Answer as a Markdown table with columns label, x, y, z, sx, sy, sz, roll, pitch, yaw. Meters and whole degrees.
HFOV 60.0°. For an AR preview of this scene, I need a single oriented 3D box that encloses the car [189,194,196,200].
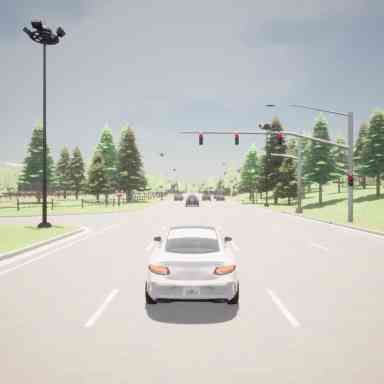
| label | x | y | z | sx | sy | sz | roll | pitch | yaw |
| --- | --- | --- | --- | --- | --- | --- | --- | --- | --- |
| car | 0.099 | 1.332 | 92.923 | 1.837 | 1.490 | 4.892 | 0 | 0 | 0 |

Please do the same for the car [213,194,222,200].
| label | x | y | z | sx | sy | sz | roll | pitch | yaw |
| --- | --- | --- | --- | --- | --- | --- | --- | --- | --- |
| car | 7.099 | 1.385 | 92.916 | 1.994 | 1.385 | 4.181 | 0 | 0 | 0 |

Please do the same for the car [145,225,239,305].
| label | x | y | z | sx | sy | sz | roll | pitch | yaw |
| --- | --- | --- | --- | --- | --- | --- | --- | --- | --- |
| car | 0.015 | 1.526 | 7.987 | 1.812 | 1.442 | 4.674 | 0 | 0 | 0 |

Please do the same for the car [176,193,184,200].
| label | x | y | z | sx | sy | sz | roll | pitch | yaw |
| --- | --- | --- | --- | --- | --- | --- | --- | --- | --- |
| car | -3.401 | 1.188 | 92.897 | 2.097 | 1.767 | 4.553 | 0 | 0 | 0 |

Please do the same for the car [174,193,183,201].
| label | x | y | z | sx | sy | sz | roll | pitch | yaw |
| --- | --- | --- | --- | --- | --- | --- | --- | --- | --- |
| car | -3.412 | 1.544 | 82.890 | 1.994 | 1.385 | 4.181 | 0 | 0 | 0 |

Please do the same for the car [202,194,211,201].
| label | x | y | z | sx | sy | sz | roll | pitch | yaw |
| --- | --- | --- | --- | --- | --- | --- | --- | --- | --- |
| car | 3.588 | 1.348 | 82.886 | 2.097 | 1.767 | 4.553 | 0 | 0 | 0 |

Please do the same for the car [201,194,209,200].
| label | x | y | z | sx | sy | sz | roll | pitch | yaw |
| --- | --- | --- | --- | --- | --- | --- | --- | --- | --- |
| car | 3.599 | 1.372 | 92.919 | 2.033 | 1.411 | 5.357 | 0 | 0 | 0 |

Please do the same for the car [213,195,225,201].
| label | x | y | z | sx | sy | sz | roll | pitch | yaw |
| --- | --- | --- | --- | --- | --- | --- | --- | --- | --- |
| car | 7.088 | 1.517 | 82.496 | 2.128 | 1.511 | 4.902 | 0 | 0 | 0 |

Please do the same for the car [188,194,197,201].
| label | x | y | z | sx | sy | sz | roll | pitch | yaw |
| --- | --- | --- | --- | --- | --- | --- | --- | --- | --- |
| car | 0.088 | 1.348 | 82.890 | 2.097 | 1.767 | 4.553 | 0 | 0 | 0 |

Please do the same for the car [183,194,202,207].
| label | x | y | z | sx | sy | sz | roll | pitch | yaw |
| --- | --- | --- | --- | --- | --- | --- | --- | --- | --- |
| car | 0.055 | 1.352 | 51.860 | 2.097 | 1.767 | 4.553 | 0 | 0 | 0 |
